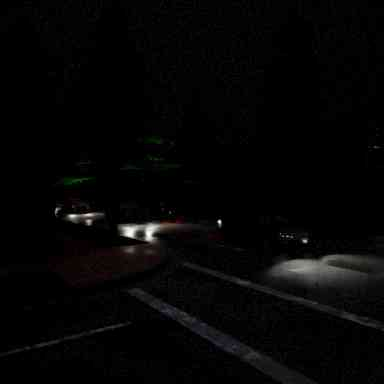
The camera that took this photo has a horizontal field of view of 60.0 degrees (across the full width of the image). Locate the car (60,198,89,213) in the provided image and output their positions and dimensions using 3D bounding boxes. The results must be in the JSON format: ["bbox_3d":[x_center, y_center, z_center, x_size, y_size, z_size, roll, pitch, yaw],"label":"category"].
[{"bbox_3d":[-12.798,1.455,36.344,1.882,1.535,5.008,0,0,-36],"label":"car"}]

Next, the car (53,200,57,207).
[{"bbox_3d":[-20.710,1.502,47.475,1.812,1.442,4.674,0,0,-35],"label":"car"}]

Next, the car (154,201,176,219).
[{"bbox_3d":[-3.143,1.502,29.209,1.812,1.442,4.674,0,0,-35],"label":"car"}]

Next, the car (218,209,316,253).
[{"bbox_3d":[2.867,1.487,13.782,1.837,1.490,4.892,1,-1,-27],"label":"car"}]

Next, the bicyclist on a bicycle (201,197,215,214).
[{"bbox_3d":[1.549,1.277,31.744,1.656,1.620,0.582,0,0,-36],"label":"bicyclist on a bicycle"}]

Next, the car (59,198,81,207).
[{"bbox_3d":[-18.629,1.578,50.745,1.895,1.301,4.718,0,0,-35],"label":"car"}]

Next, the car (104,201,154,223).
[{"bbox_3d":[-5.142,1.455,25.658,1.882,1.535,5.008,0,0,-36],"label":"car"}]
